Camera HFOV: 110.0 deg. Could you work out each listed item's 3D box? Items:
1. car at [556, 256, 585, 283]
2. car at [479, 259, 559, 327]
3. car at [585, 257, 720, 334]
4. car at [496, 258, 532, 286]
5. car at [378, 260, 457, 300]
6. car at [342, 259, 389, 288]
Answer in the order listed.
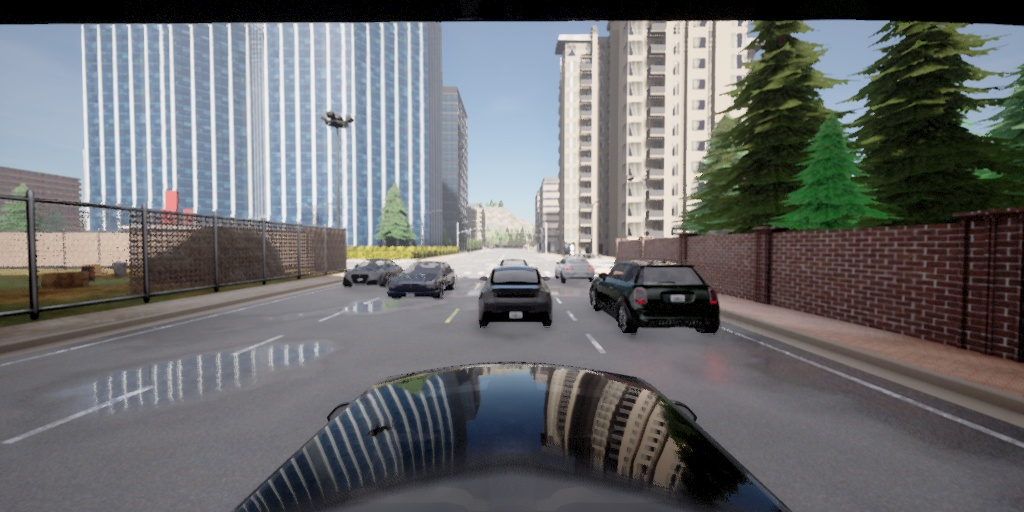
[{"bbox_3d":[3.618,0.744,21.002,1.812,1.442,4.674,0,1,0],"label":"car"},{"bbox_3d":[0.092,1.013,10.504,1.837,1.490,4.892,0,2,0],"label":"car"},{"bbox_3d":[3.596,0.877,9.890,2.097,1.767,4.553,0,2,0],"label":"car"},{"bbox_3d":[0.086,0.819,20.991,1.895,1.301,4.718,0,2,-1],"label":"car"},{"bbox_3d":[-3.558,0.924,15.246,2.033,1.411,5.357,0,2,0],"label":"car"},{"bbox_3d":[-7.039,0.849,18.603,1.994,1.385,4.181,0,2,0],"label":"car"}]
